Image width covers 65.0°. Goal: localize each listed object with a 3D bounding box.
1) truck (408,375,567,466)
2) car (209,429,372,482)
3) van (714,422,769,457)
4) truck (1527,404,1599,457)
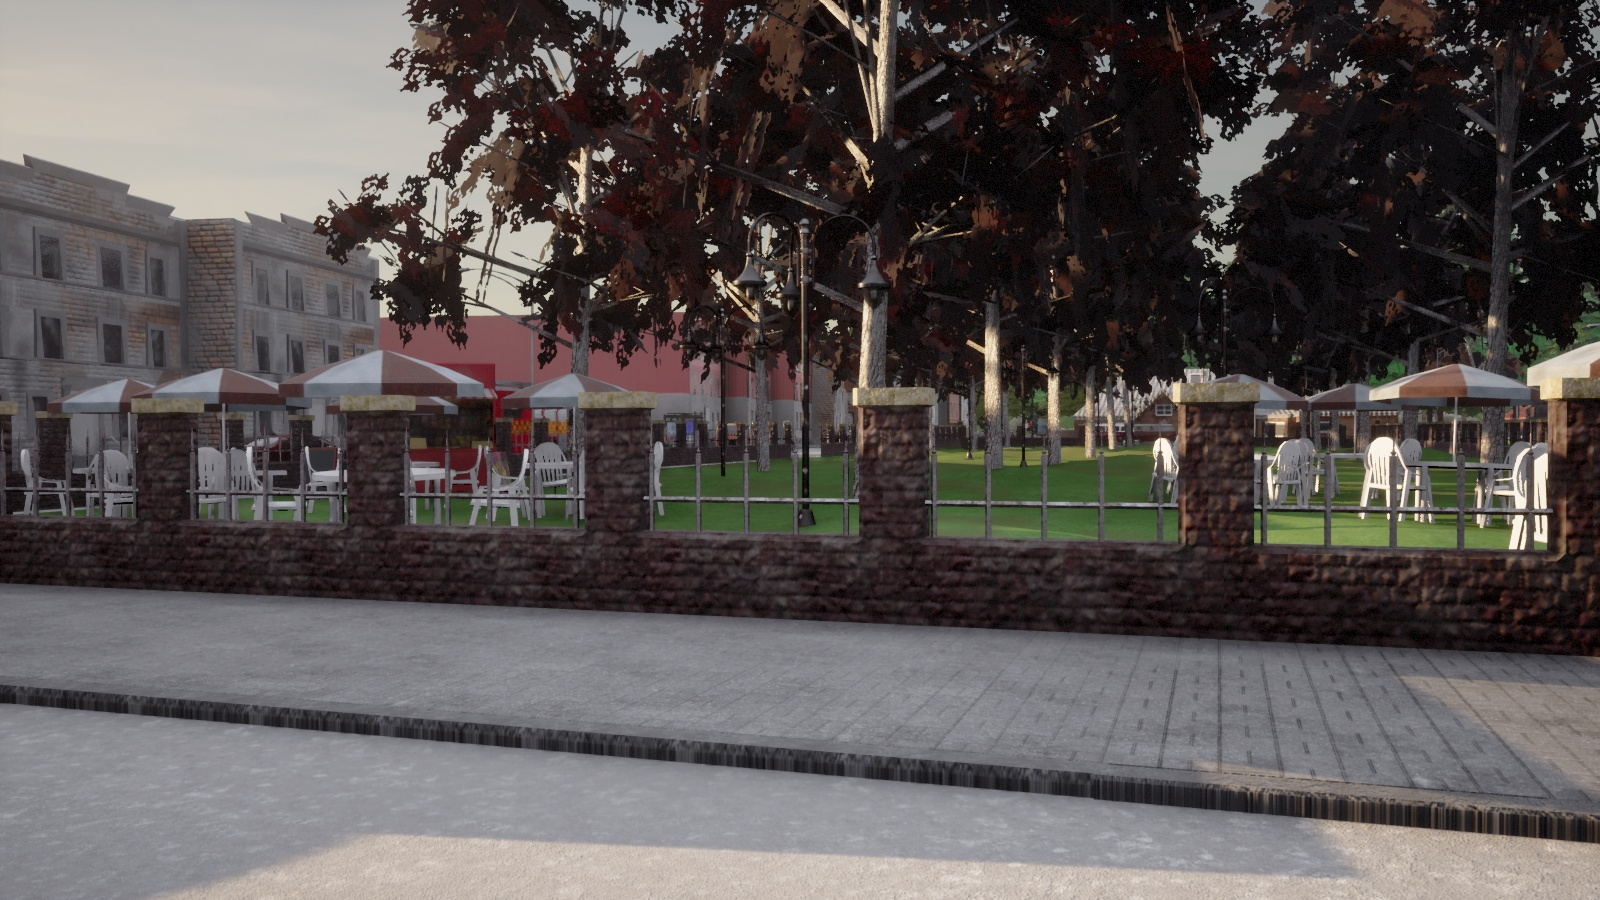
[{"bbox_3d":[-13.897,-1.300,56.794,2.891,3.827,8.468,1,1,18],"label":"truck"},{"bbox_3d":[-15.640,0.123,38.891,1.882,1.535,5.008,1,1,18],"label":"car"},{"bbox_3d":[-3.485,-0.641,75.408,1.775,1.987,4.442,1,1,18],"label":"van"},{"bbox_3d":[51.619,-1.319,84.751,2.891,3.462,7.936,1,1,18],"label":"truck"}]
